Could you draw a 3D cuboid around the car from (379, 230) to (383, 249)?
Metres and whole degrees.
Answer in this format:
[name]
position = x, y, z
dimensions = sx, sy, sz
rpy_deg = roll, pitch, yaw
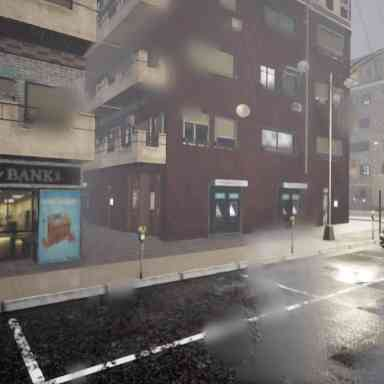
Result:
[car]
position = 9.078, 1.560, 13.107
dimensions = 4.403, 1.369, 2.008
rpy_deg = 0, 1, -35
